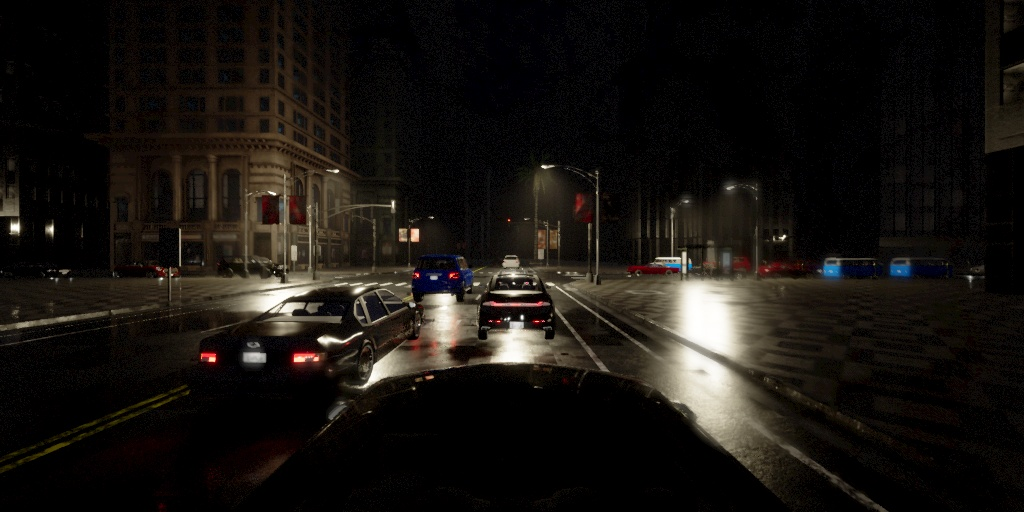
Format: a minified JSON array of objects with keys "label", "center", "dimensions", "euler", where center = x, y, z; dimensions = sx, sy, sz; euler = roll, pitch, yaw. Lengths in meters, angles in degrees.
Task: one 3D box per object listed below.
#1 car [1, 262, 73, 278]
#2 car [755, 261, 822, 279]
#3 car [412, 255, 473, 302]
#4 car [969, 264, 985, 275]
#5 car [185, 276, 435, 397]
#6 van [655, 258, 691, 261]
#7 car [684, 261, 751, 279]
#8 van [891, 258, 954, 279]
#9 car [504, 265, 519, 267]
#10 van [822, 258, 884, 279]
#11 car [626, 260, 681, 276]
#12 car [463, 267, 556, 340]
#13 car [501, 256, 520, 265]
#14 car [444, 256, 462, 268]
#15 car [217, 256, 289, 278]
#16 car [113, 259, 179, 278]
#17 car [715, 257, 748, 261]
[{"label":"car","center":[-43.147,1.289,32.635],"dimensions":[4.902,1.511,2.128],"euler":[0,0,0]},{"label":"car","center":[22.747,1.326,29.833],"dimensions":[4.207,1.307,1.802],"euler":[0,0,0]},{"label":"car","center":[-3.152,0.972,17.153],"dimensions":[2.150,2.045,5.566],"euler":[0,0,0]},{"label":"car","center":[48.538,1.258,35.605],"dimensions":[4.674,1.442,1.812],"euler":[0,0,0]},{"label":"car","center":[-3.148,1.297,6.912],"dimensions":[2.033,1.411,5.357],"euler":[0,0,0]},{"label":"van","center":[17.064,1.065,38.356],"dimensions":[3.998,1.789,1.690],"euler":[0,0,0]},{"label":"car","center":[17.069,1.299,29.831],"dimensions":[4.403,1.370,2.007],"euler":[0,0,0]},{"label":"van","center":[34.101,1.080,29.838],"dimensions":[3.998,1.789,1.690],"euler":[0,0,0]},{"label":"car","center":[0.084,1.351,19.096],"dimensions":[1.895,1.301,4.718],"euler":[0,0,0]},{"label":"van","center":[28.425,1.082,29.836],"dimensions":[3.998,1.789,1.690],"euler":[0,0,0]},{"label":"car","center":[13.893,1.335,35.691],"dimensions":[4.718,1.301,1.895],"euler":[0,0,2]},{"label":"car","center":[0.093,1.240,9.981],"dimensions":[2.128,1.511,4.902],"euler":[0,0,0]},{"label":"car","center":[-0.043,0.973,51.771],"dimensions":[2.150,2.045,5.566],"euler":[0,0,2]},{"label":"car","center":[-9.835,0.974,60.141],"dimensions":[2.150,2.045,5.566],"euler":[0,0,0]},{"label":"car","center":[-23.445,0.996,32.528],"dimensions":[5.566,2.045,2.150],"euler":[0,0,0]},{"label":"car","center":[-33.164,1.137,32.582],"dimensions":[4.553,1.767,2.097],"euler":[0,0,0]},{"label":"car","center":[22.742,1.035,38.358],"dimensions":[5.009,1.841,2.192],"euler":[0,0,0]}]
